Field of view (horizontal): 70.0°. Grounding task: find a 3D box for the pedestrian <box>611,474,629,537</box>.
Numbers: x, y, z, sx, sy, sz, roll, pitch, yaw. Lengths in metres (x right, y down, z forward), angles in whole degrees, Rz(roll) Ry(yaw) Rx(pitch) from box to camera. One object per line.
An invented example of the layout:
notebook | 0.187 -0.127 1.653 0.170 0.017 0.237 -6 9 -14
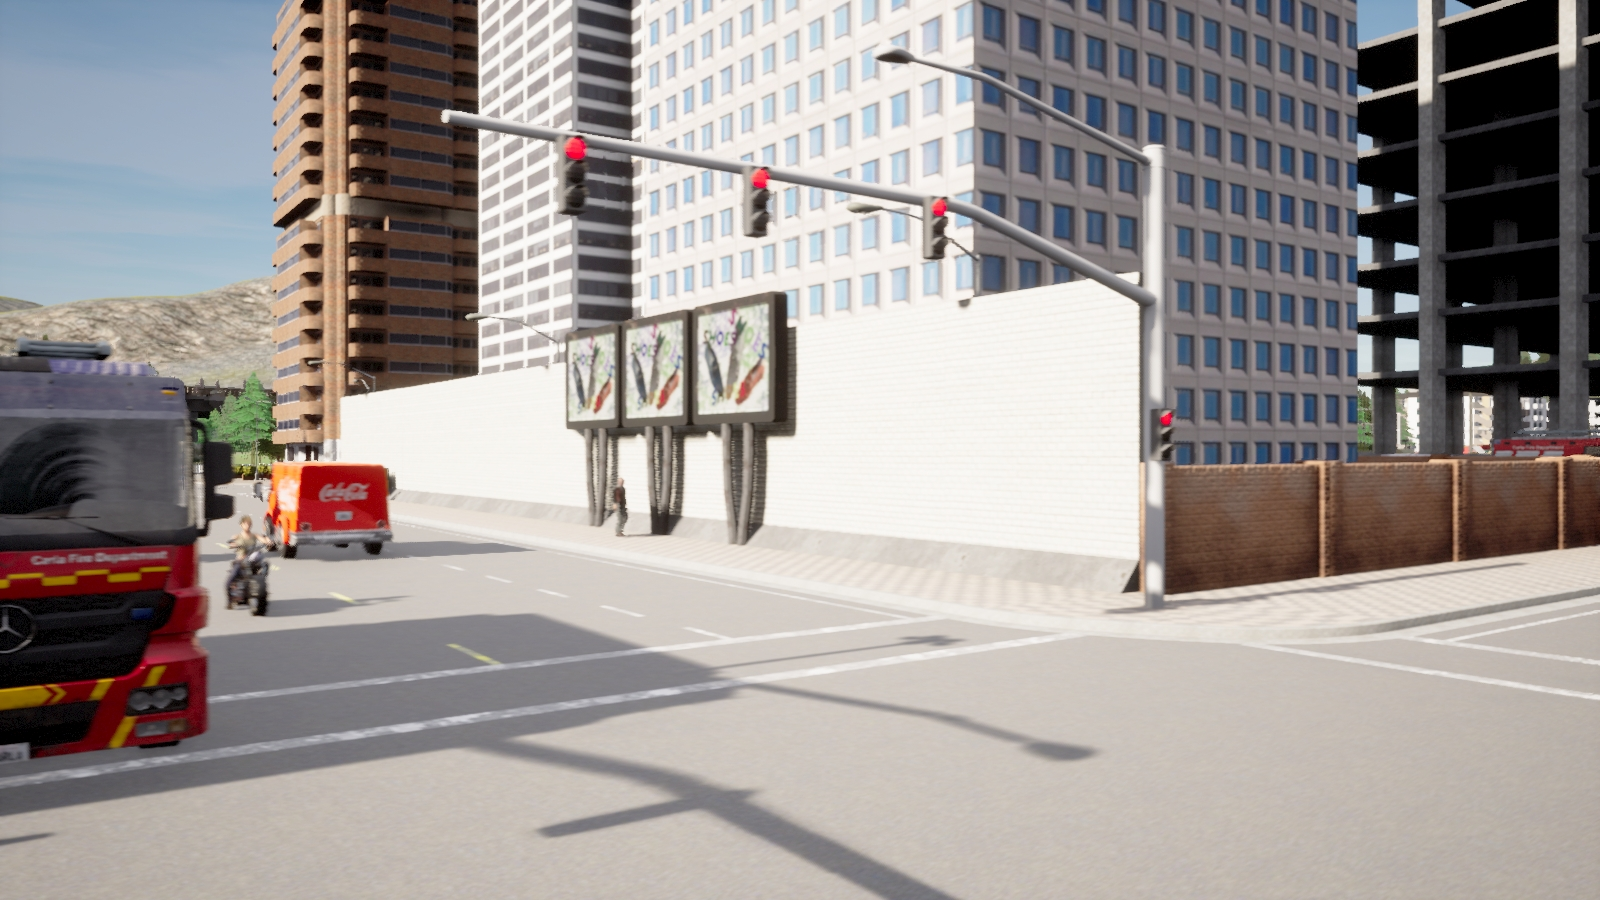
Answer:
pedestrian | -5.388 1.646 34.143 0.375 1.860 0.375 0 0 37

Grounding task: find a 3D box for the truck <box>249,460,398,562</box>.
truck | -12.993 1.526 30.945 2.627 2.467 5.204 0 0 -36

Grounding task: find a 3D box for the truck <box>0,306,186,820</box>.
truck | -8.555 0.846 11.853 2.891 3.827 8.468 0 0 -35

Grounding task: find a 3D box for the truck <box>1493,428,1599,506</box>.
truck | 40.398 0.848 57.989 2.891 3.827 8.468 0 0 -35

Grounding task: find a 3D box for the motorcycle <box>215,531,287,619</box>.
motorcycle | -9.554 2.124 19.836 0.764 1.277 2.356 0 0 -35
